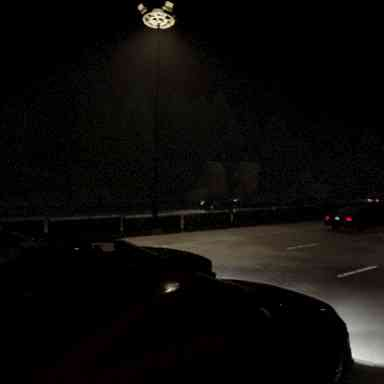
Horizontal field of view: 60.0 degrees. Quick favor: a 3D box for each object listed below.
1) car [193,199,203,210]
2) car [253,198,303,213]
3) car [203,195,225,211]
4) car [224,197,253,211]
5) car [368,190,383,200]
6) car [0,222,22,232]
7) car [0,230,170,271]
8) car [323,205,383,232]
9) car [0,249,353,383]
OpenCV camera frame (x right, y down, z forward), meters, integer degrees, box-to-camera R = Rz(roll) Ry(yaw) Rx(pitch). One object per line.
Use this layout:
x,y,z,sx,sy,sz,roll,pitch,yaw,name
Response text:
2.275,1.217,39.996,4.553,1.767,2.097,-1,0,-35,car
8.501,1.354,31.542,4.902,1.511,2.128,-1,0,-35,car
4.099,1.359,37.000,4.902,1.511,2.128,-1,0,-35,car
6.131,1.359,34.151,4.902,1.511,2.128,-1,0,-35,car
35.704,0.501,63.713,4.553,1.767,2.097,-2,1,-35,car
-5.345,1.505,8.532,4.892,1.490,1.837,0,0,-35,car
-2.083,1.544,6.559,5.357,1.411,2.033,0,0,-35,car
9.875,1.463,19.384,5.357,1.411,2.033,-1,0,-35,car
-0.098,1.561,3.676,4.181,1.385,1.994,0,0,-35,car
